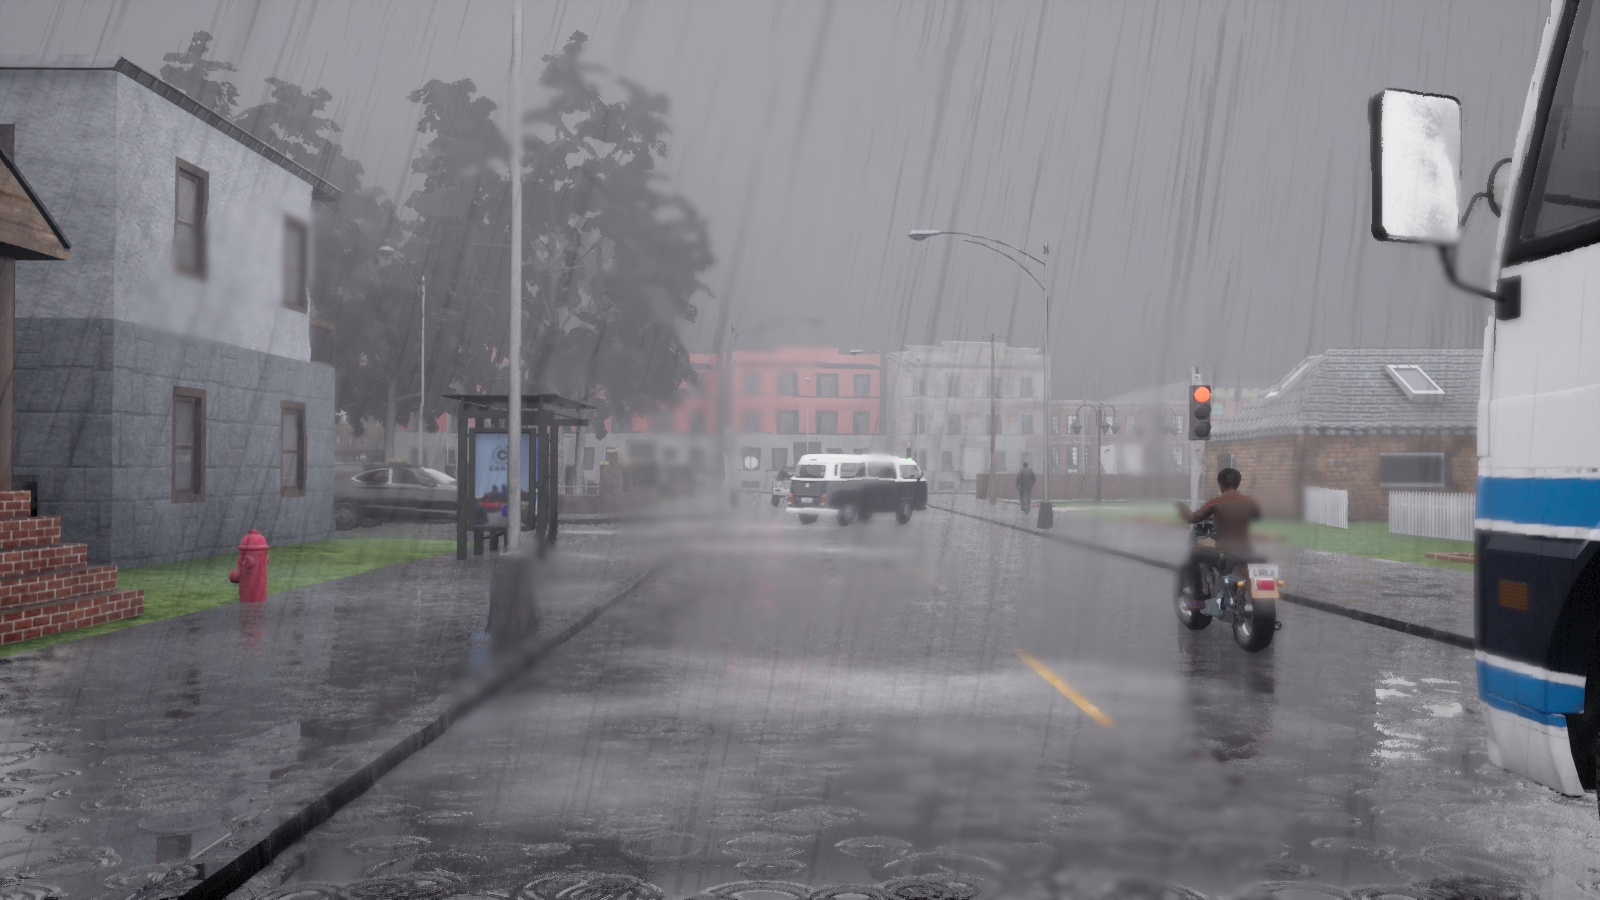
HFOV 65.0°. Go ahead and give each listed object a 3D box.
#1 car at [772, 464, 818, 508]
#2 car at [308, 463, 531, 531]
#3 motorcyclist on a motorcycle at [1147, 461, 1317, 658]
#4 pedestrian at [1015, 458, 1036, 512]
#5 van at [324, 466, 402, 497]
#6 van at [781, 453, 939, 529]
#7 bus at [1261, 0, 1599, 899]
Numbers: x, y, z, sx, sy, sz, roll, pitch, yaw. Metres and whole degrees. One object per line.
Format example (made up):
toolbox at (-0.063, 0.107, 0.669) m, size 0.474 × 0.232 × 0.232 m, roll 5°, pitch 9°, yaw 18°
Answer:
car at (-0.262, 1.567, 55.802) m, size 1.932 × 1.855 × 4.605 m, roll 0°, pitch -1°, yaw -2°
car at (-9.606, 1.168, 32.039) m, size 5.027 × 1.651 × 2.152 m, roll 0°, pitch -1°, yaw 0°
motorcyclist on a motorcycle at (3.954, 0.946, 11.733) m, size 0.766 × 1.649 × 2.350 m, roll 0°, pitch -1°, yaw 0°
pedestrian at (7.875, 1.223, 43.885) m, size 0.563 × 1.883 × 0.849 m, roll 0°, pitch -1°, yaw 1°
van at (-28.225, 2.041, 81.259) m, size 4.442 × 1.987 × 1.775 m, roll 0°, pitch -1°, yaw 0°
van at (1.771, 1.136, 36.127) m, size 2.069 × 2.038 × 4.480 m, roll 0°, pitch -1°, yaw 44°
bus at (3.998, -0.572, 0.333) m, size 3.944 × 4.253 × 10.273 m, roll 0°, pitch -1°, yaw 0°
